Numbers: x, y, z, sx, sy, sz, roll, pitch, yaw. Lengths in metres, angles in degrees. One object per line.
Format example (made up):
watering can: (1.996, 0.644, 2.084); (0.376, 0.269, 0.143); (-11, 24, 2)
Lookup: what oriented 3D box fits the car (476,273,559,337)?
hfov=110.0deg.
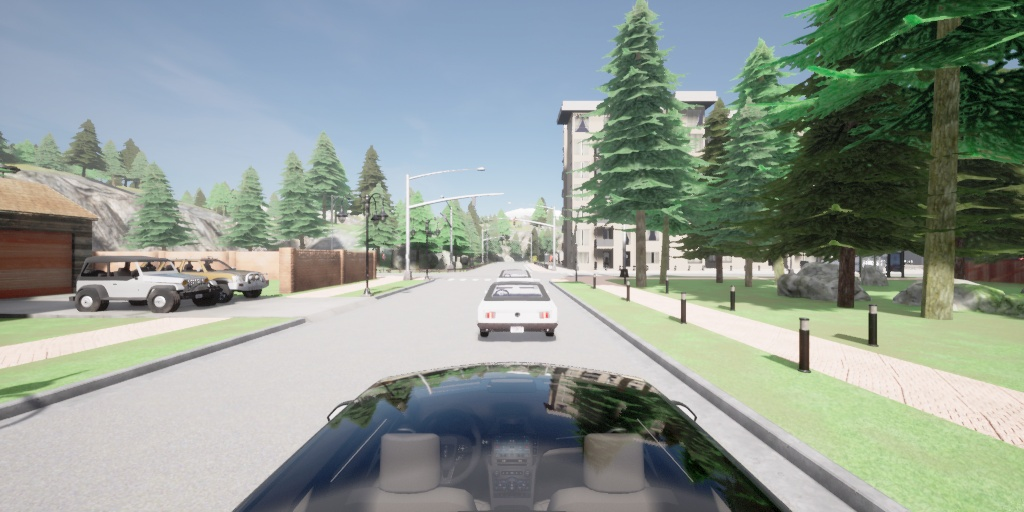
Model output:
car: (0.132, 1.351, 10.236); (1.895, 1.301, 4.718); (0, 0, 0)

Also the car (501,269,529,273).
car: (0.162, 1.351, 19.404); (1.895, 1.301, 4.718); (0, 0, 0)
